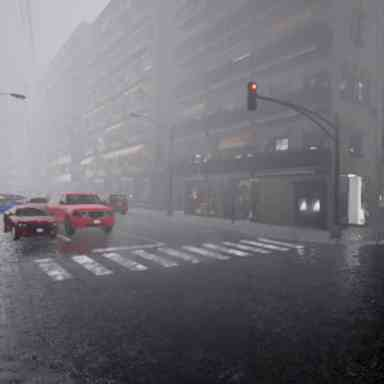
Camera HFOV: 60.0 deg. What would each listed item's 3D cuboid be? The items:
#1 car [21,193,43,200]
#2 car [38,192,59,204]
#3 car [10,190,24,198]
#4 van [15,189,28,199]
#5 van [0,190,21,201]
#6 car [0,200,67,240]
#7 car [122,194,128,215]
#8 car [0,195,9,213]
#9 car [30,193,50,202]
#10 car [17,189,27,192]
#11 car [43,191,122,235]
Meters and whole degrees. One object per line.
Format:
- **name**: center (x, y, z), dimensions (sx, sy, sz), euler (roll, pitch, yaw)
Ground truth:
- **car**: center (-11.944, 1.095, 25.901), dimensions (1.882, 1.535, 5.008), euler (1, 0, -36)
- **car**: center (-20.656, 0.814, 47.804), dimensions (1.967, 1.590, 4.097), euler (2, -1, -36)
- **car**: center (-37.257, 0.374, 70.703), dimensions (1.967, 1.590, 4.097), euler (2, -1, -36)
- **van**: center (-33.933, 0.363, 66.124), dimensions (1.690, 1.788, 3.998), euler (2, -1, -36)
- **van**: center (-14.150, 0.906, 24.560), dimensions (1.690, 1.788, 3.998), euler (2, -1, -36)
- **car**: center (-7.518, 1.286, 15.400), dimensions (1.887, 1.381, 4.507), euler (2, -1, -36)
- **car**: center (-7.371, 1.041, 29.485), dimensions (2.192, 1.841, 5.009), euler (2, -1, -36)
- **car**: center (-17.478, 1.021, 29.139), dimensions (1.887, 1.381, 4.507), euler (2, -1, -36)
- **car**: center (-23.981, 0.852, 52.383), dimensions (1.947, 1.339, 4.313), euler (2, -1, -36)
- **car**: center (-30.719, 0.632, 61.681), dimensions (1.752, 1.417, 4.829), euler (2, -1, -36)
- **car**: center (-6.045, 0.996, 17.772), dimensions (2.150, 2.045, 5.566), euler (1, 0, -36)
